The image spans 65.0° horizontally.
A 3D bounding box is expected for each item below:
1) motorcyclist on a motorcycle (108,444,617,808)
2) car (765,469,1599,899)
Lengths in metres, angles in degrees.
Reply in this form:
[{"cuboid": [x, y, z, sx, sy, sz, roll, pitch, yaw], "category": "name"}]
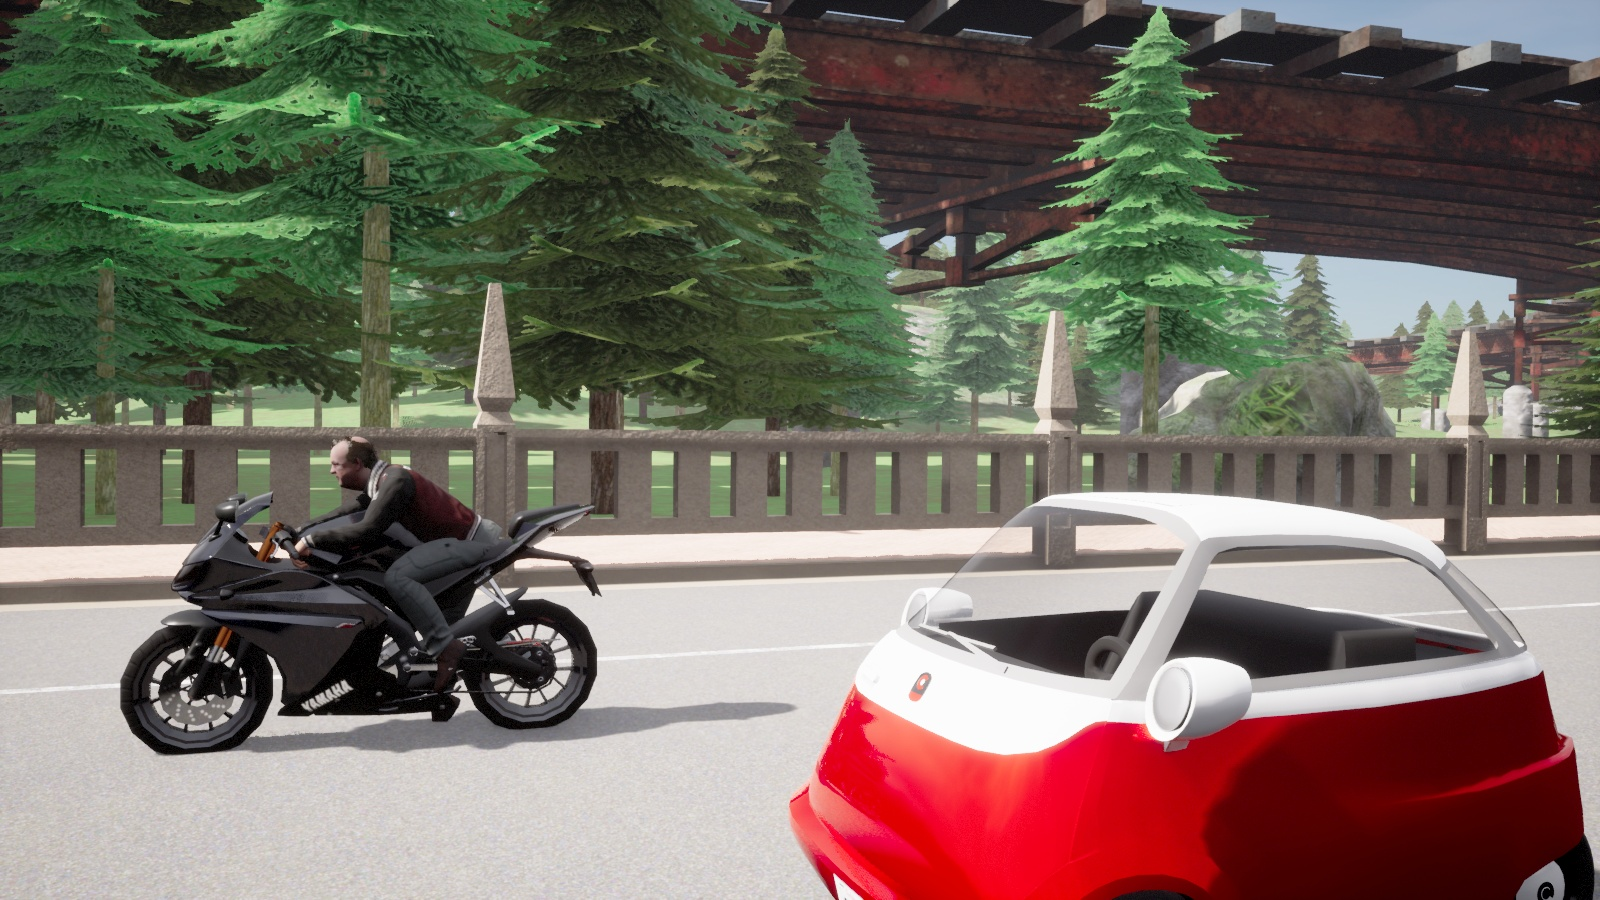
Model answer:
[{"cuboid": [-2.089, 0.755, 6.190, 2.191, 1.530, 0.866, -1, 1, -21], "category": "motorcyclist on a motorcycle"}, {"cuboid": [1.187, 0.780, 3.690, 2.207, 1.376, 1.481, -1, 1, -21], "category": "car"}]
